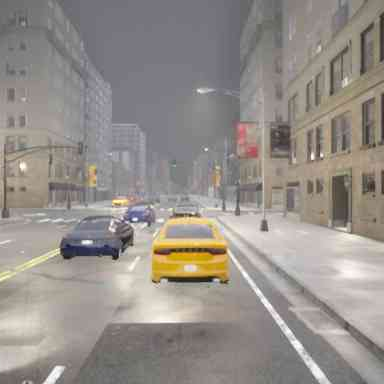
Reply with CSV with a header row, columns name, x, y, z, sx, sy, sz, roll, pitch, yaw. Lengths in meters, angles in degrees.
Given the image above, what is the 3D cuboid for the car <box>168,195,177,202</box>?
name,x,y,z,sx,sy,sz,roll,pitch,yaw
car,-4.981,1.670,82.126,1.994,1.385,4.181,0,0,-1

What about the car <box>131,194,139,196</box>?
name,x,y,z,sx,sy,sz,roll,pitch,yaw
car,-11.089,1.314,60.983,2.150,2.045,5.566,0,0,-1

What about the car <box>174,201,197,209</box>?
name,x,y,z,sx,sy,sz,roll,pitch,yaw
car,-0.379,1.536,20.695,1.837,1.490,4.892,0,0,0

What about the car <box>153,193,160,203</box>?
name,x,y,z,sx,sy,sz,roll,pitch,yaw
car,-7.996,1.330,71.129,2.150,2.045,5.566,0,0,-1

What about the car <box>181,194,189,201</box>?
name,x,y,z,sx,sy,sz,roll,pitch,yaw
car,-1.696,1.467,80.547,2.097,1.767,4.553,0,0,-1

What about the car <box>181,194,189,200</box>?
name,x,y,z,sx,sy,sz,roll,pitch,yaw
car,-1.911,1.350,90.548,2.097,1.767,4.553,0,0,-1

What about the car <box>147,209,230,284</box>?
name,x,y,z,sx,sy,sz,roll,pitch,yaw
car,-0.078,1.490,9.683,1.882,1.535,5.008,0,0,-1

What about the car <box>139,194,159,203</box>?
name,x,y,z,sx,sy,sz,roll,pitch,yaw
car,-7.830,1.639,60.654,2.033,1.411,5.357,0,0,-1

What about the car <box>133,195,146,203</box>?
name,x,y,z,sx,sy,sz,roll,pitch,yaw
car,-11.243,1.460,70.972,2.097,1.767,4.553,0,0,-1

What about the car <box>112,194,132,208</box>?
name,x,y,z,sx,sy,sz,roll,pitch,yaw
car,-10.910,1.556,51.048,1.882,1.535,5.008,0,0,-1

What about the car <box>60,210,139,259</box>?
name,x,y,z,sx,sy,sz,roll,pitch,yaw
car,-3.399,1.581,12.642,1.994,1.385,4.181,0,0,-1

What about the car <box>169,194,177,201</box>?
name,x,y,z,sx,sy,sz,roll,pitch,yaw
car,-5.186,1.484,91.725,2.097,1.767,4.553,0,0,-1

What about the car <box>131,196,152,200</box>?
name,x,y,z,sx,sy,sz,roll,pitch,yaw
car,-7.657,1.679,51.011,1.895,1.301,4.718,0,0,-1

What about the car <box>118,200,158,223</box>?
name,x,y,z,sx,sy,sz,roll,pitch,yaw
car,-3.620,1.559,23.150,1.812,1.442,4.674,0,0,-1
